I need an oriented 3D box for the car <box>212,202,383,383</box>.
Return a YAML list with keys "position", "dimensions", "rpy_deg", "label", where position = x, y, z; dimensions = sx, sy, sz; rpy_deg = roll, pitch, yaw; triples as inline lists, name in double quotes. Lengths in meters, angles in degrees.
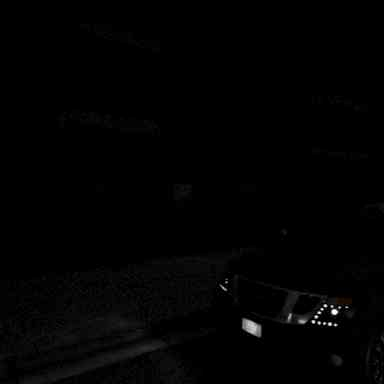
- position: [2.941, 1.222, 5.475]
  dimensions: [5.566, 2.045, 2.150]
  rpy_deg: [0, 0, -35]
  label: "car"
